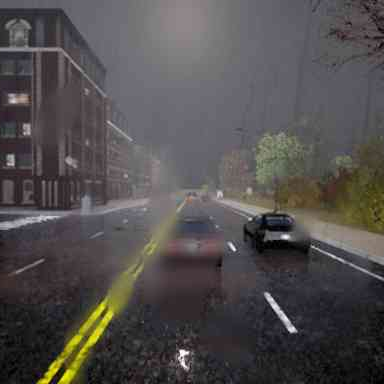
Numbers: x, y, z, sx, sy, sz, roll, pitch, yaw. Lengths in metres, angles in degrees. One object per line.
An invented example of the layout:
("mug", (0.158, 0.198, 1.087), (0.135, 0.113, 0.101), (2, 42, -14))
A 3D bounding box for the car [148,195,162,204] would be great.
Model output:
("car", (-6.549, 1.250, 58.760), (2.097, 1.767, 4.553), (0, 0, 1))

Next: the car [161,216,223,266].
("car", (0.021, 1.526, 11.382), (2.033, 1.411, 5.357), (0, 0, 0))

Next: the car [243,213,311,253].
("car", (3.294, 1.539, 13.635), (1.994, 1.385, 4.181), (0, 0, 0))

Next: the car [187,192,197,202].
("car", (0.010, 1.234, 70.336), (2.097, 1.767, 4.553), (0, 0, 0))

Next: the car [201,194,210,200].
("car", (3.260, 1.223, 80.370), (1.812, 1.442, 4.674), (0, 0, 0))

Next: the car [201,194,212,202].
("car", (3.260, 1.431, 70.366), (1.994, 1.385, 4.181), (0, 0, 0))

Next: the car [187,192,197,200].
("car", (0.010, 0.924, 80.400), (2.150, 2.045, 5.566), (0, 0, 0))
